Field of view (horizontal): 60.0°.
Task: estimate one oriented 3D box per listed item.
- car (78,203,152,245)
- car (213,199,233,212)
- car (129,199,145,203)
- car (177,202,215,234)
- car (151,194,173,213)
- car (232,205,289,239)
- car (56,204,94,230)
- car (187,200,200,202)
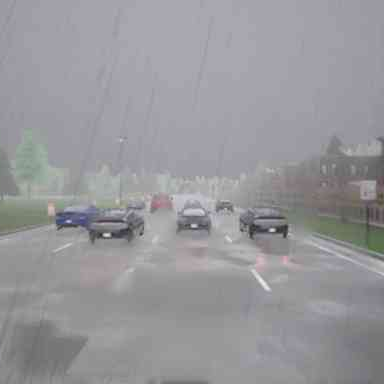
[{"bbox_3d":[-3.394,1.499,15.709,2.128,1.511,4.902,0,0,0],"label":"car"},{"bbox_3d":[3.614,1.523,38.245,1.837,1.490,4.892,0,0,0],"label":"car"},{"bbox_3d":[-6.886,1.584,41.407,1.994,1.385,4.181,0,0,0],"label":"car"},{"bbox_3d":[0.107,1.535,19.089,1.812,1.442,4.674,0,0,0],"label":"car"},{"bbox_3d":[-3.388,1.240,37.933,2.150,2.045,5.566,0,0,0],"label":"car"},{"bbox_3d":[3.606,1.500,17.379,2.128,1.511,4.902,0,0,0],"label":"car"},{"bbox_3d":[-6.893,1.488,21.082,1.882,1.535,5.008,0,0,0],"label":"car"},{"bbox_3d":[0.113,1.583,38.946,1.994,1.385,4.181,0,0,0],"label":"car"}]
